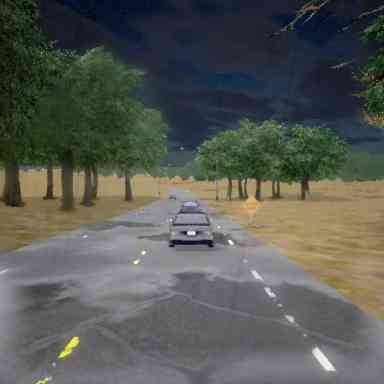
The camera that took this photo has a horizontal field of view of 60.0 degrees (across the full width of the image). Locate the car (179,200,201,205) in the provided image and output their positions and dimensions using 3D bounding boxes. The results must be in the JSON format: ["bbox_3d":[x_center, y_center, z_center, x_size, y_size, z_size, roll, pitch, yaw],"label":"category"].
[{"bbox_3d":[-0.151,1.479,29.692,1.812,1.442,4.674,0,0,-1],"label":"car"}]

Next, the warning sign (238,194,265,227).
[{"bbox_3d":[3.519,1.084,19.803,1.300,1.860,1.060,2,2,0],"label":"warning sign"}]

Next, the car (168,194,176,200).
[{"bbox_3d":[-4.480,1.156,75.967,2.033,1.411,5.357,0,1,-1],"label":"car"}]

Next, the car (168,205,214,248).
[{"bbox_3d":[-0.038,1.543,14.673,2.033,1.411,5.357,0,0,0],"label":"car"}]
